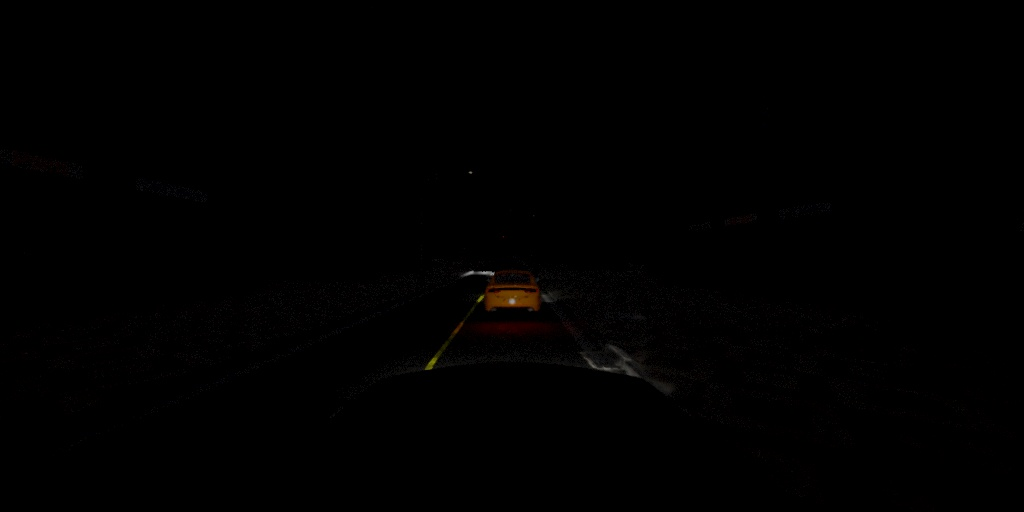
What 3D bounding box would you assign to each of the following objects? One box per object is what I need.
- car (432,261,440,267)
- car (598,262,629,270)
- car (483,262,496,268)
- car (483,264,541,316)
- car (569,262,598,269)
[{"bbox_3d":[-14.775,1.298,62.552,4.403,1.370,2.007,0,0,0],"label":"car"},{"bbox_3d":[17.945,1.753,62.639,4.829,1.417,1.751,0,0,0],"label":"car"},{"bbox_3d":[-3.038,1.494,50.900,1.895,1.301,4.718,0,0,1],"label":"car"},{"bbox_3d":[0.038,1.255,13.535,1.882,1.535,5.008,0,0,1],"label":"car"},{"bbox_3d":[12.132,1.706,62.640,4.313,1.339,1.948,0,0,0],"label":"car"}]
